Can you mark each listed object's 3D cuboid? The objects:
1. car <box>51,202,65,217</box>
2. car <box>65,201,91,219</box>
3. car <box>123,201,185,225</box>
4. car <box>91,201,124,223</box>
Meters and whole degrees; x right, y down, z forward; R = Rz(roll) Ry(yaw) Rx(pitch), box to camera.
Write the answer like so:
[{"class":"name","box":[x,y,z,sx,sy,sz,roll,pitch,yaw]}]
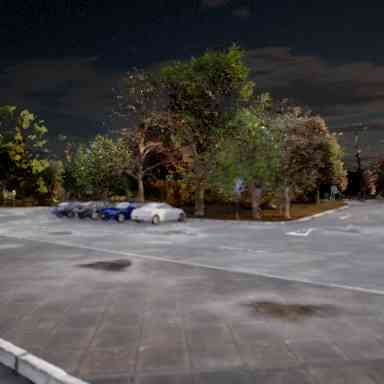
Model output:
[{"class":"car","box":[-10.301,1.513,29.883,2.002,1.452,4.674,0,0,36]},{"class":"car","box":[-7.637,1.472,27.978,2.231,1.521,4.892,0,0,36]},{"class":"car","box":[-2.408,1.507,24.249,2.002,1.452,4.674,0,0,36]},{"class":"car","box":[-4.966,1.469,26.085,2.097,1.535,5.008,0,0,36]}]
